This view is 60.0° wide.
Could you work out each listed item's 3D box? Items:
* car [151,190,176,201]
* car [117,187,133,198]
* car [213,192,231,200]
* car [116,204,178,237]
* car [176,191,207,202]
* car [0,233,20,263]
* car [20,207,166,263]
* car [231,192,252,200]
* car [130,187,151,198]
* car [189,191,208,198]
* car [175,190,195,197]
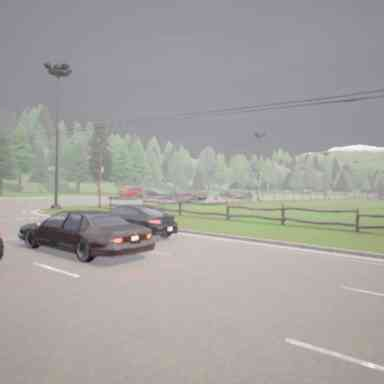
[{"bbox_3d":[-3.563,0.681,52.921,2.033,1.411,5.357,2,1,37],"label":"car"},{"bbox_3d":[-10.909,0.048,60.504,2.150,2.045,5.566,2,1,38],"label":"car"},{"bbox_3d":[6.114,0.710,65.520,1.837,1.490,4.892,2,1,38],"label":"car"},{"bbox_3d":[-2.715,1.242,14.686,4.674,1.442,1.812,2,1,37],"label":"car"},{"bbox_3d":[0.089,0.846,51.943,1.895,1.301,4.718,2,1,37],"label":"car"},{"bbox_3d":[-6.814,1.217,9.009,4.674,1.442,1.812,2,1,37],"label":"car"},{"bbox_3d":[-3.645,1.293,11.003,5.357,1.411,2.033,2,1,37],"label":"car"},{"bbox_3d":[10.093,0.824,64.970,1.837,1.490,4.892,2,1,38],"label":"car"},{"bbox_3d":[-8.010,0.439,58.587,1.837,1.490,4.892,2,1,38],"label":"car"},{"bbox_3d":[1.374,0.555,70.802,1.994,1.385,4.181,2,1,37],"label":"car"},{"bbox_3d":[-1.567,0.421,72.713,1.812,1.442,4.674,2,1,37],"label":"car"}]
